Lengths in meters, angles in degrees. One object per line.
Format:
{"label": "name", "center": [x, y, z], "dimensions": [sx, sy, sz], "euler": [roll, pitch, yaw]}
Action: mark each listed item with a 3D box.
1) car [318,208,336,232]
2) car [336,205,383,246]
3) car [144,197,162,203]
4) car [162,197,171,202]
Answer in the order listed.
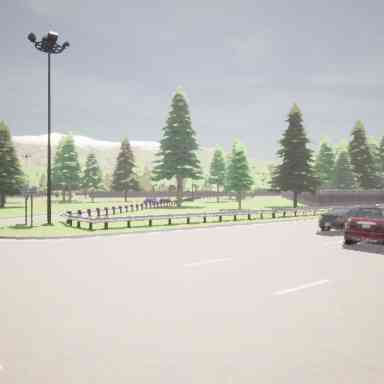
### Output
{"label": "car", "center": [8.981, 1.526, 18.723], "dimensions": [4.674, 1.442, 1.812], "euler": [0, 0, -35]}
{"label": "car", "center": [8.447, 1.351, 14.048], "dimensions": [4.553, 1.767, 2.097], "euler": [0, 0, -35]}
{"label": "car", "center": [-6.929, 1.526, 56.660], "dimensions": [1.812, 1.442, 4.674], "euler": [0, 0, 6]}
{"label": "car", "center": [-5.648, 1.601, 69.805], "dimensions": [1.895, 1.301, 4.718], "euler": [0, 0, 5]}
